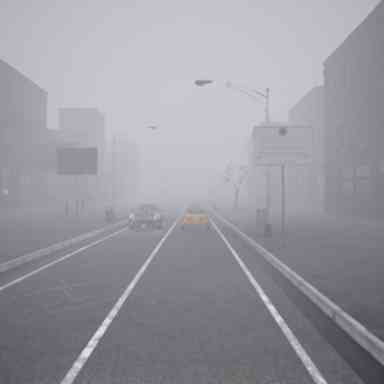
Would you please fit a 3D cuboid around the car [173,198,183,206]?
[{"bbox_3d":[-2.606,1.817,63.413,2.033,1.411,5.357,0,2,1],"label":"car"}]

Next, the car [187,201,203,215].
[{"bbox_3d":[0.367,1.980,41.786,1.837,1.490,4.892,0,0,0],"label":"car"}]

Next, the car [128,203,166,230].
[{"bbox_3d":[-2.956,1.538,22.676,2.097,1.767,4.553,0,-1,0],"label":"car"}]

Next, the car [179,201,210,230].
[{"bbox_3d":[0.243,1.640,22.651,1.801,1.575,5.366,0,-1,0],"label":"car"}]
